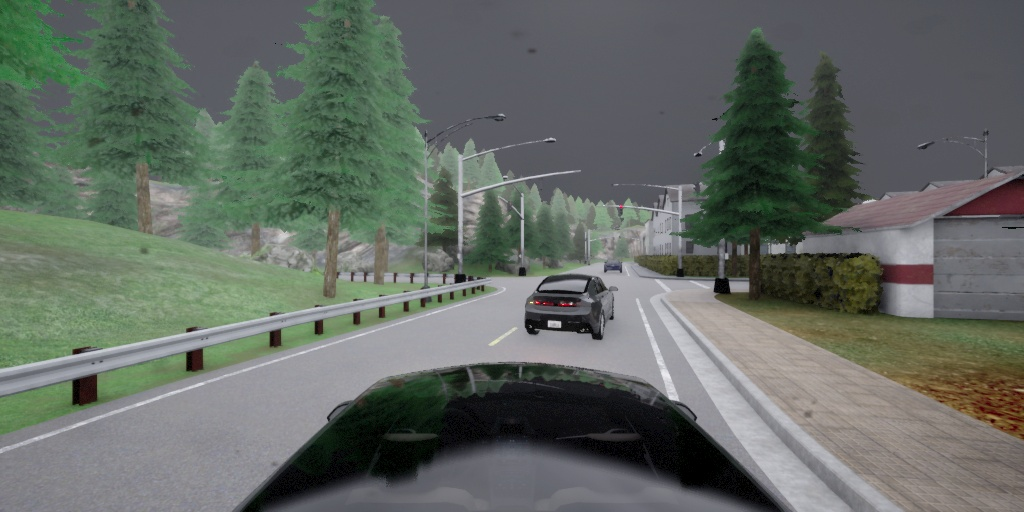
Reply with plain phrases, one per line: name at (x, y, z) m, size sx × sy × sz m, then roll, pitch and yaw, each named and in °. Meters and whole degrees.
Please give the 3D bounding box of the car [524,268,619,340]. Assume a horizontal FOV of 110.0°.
car at (1.800, 1.255, 10.152) m, size 1.837 × 1.490 × 4.892 m, roll 0°, pitch 0°, yaw 21°

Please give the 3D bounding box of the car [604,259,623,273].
car at (12.422, 1.102, 43.947) m, size 2.097 × 1.767 × 4.553 m, roll 0°, pitch 0°, yaw 17°
